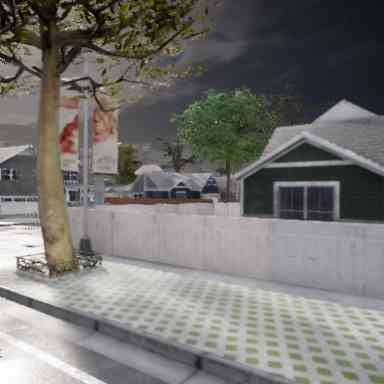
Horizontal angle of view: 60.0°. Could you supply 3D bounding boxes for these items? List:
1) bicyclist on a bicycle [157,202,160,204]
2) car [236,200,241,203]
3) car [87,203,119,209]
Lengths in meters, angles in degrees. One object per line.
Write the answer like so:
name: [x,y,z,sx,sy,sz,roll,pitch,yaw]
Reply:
bicyclist on a bicycle: [-2.433,1.623,25.426,1.656,1.620,0.582,0,-1,34]
car: [8.830,1.849,52.194,2.150,2.045,5.566,0,-1,34]
car: [-6.157,1.625,25.055,2.097,1.767,4.553,0,0,34]
